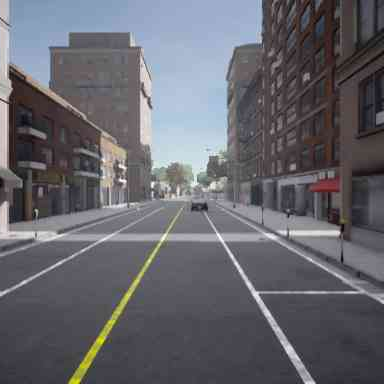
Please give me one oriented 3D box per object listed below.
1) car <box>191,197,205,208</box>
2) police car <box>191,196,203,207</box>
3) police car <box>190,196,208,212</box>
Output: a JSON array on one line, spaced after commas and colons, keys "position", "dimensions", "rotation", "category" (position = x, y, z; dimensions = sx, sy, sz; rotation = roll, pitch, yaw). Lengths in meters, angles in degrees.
[{"position": [0.825, 1.550, 48.279], "dimensions": [1.812, 1.442, 4.674], "rotation": [0, 0, 0], "category": "car"}, {"position": [0.825, 1.464, 54.389], "dimensions": [1.930, 1.638, 5.238], "rotation": [0, 0, 0], "category": "police car"}, {"position": [0.825, 1.439, 38.389], "dimensions": [1.930, 1.638, 5.238], "rotation": [0, 0, 0], "category": "police car"}]
